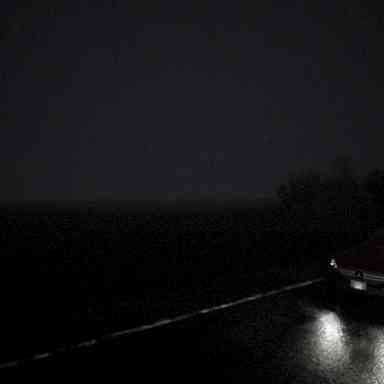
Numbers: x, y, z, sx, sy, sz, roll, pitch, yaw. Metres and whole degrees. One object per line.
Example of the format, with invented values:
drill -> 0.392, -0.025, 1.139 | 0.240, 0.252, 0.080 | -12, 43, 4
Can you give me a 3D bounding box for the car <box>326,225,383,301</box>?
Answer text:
car -> 4.999, 1.456, 7.562 | 4.674, 1.442, 1.812 | -1, 0, -36
